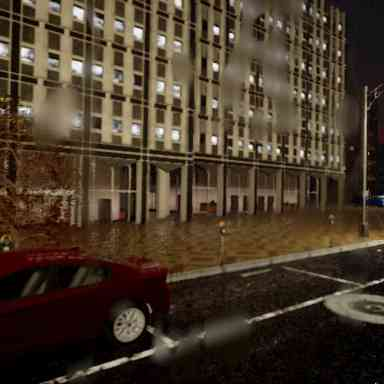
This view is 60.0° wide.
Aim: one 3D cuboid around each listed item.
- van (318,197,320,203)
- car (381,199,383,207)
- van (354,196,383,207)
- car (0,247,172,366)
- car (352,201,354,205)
[{"bbox_3d":[25.143,1.616,70.632,1.690,1.788,3.998,2,-1,-36],"label":"van"},{"bbox_3d":[34.998,1.888,56.912,1.947,1.339,4.313,2,-1,-36],"label":"car"},{"bbox_3d":[28.200,1.465,52.024,1.690,1.788,3.998,2,-1,-36],"label":"van"},{"bbox_3d":[-2.442,1.548,4.803,4.507,1.381,1.887,0,1,-36],"label":"car"},{"bbox_3d":[31.710,1.888,61.484,1.802,1.307,4.206,2,-1,-36],"label":"car"}]
